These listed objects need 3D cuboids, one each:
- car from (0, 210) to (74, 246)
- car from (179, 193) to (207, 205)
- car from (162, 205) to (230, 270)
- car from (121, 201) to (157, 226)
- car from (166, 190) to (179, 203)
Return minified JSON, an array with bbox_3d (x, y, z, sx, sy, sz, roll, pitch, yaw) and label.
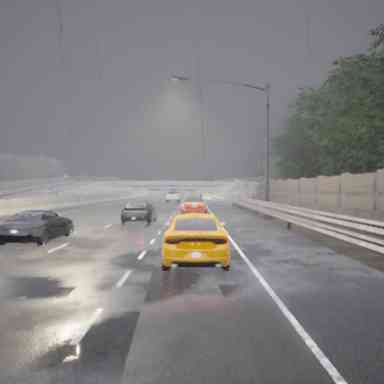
[{"bbox_3d":[-6.875,1.482,14.856,1.994,1.385,4.181,0,1,0],"label":"car"},{"bbox_3d":[0.189,1.135,28.903,2.097,1.767,4.553,0,1,0],"label":"car"},{"bbox_3d":[0.115,1.431,10.936,1.882,1.535,5.008,0,0,0],"label":"car"},{"bbox_3d":[-3.448,1.339,22.201,2.128,1.511,4.902,0,1,0],"label":"car"},{"bbox_3d":[-3.200,0.731,57.389,2.150,2.045,5.566,0,1,0],"label":"car"}]
